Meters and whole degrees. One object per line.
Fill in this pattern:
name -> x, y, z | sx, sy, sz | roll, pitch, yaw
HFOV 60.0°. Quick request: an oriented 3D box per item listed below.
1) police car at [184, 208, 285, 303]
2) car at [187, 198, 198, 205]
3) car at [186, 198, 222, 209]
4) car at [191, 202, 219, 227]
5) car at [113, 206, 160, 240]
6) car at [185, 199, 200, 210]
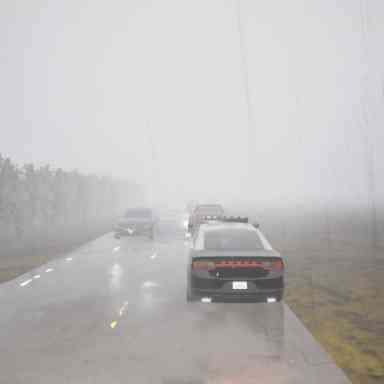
police car -> 0.840, 1.430, 8.391 | 1.930, 1.638, 5.238 | 0, 0, 0
car -> 0.113, 1.778, 63.352 | 1.994, 1.385, 4.181 | 0, 0, 0
car -> 0.856, 1.373, 18.253 | 2.097, 1.767, 4.553 | 0, 0, 0
car -> 0.868, 1.544, 24.282 | 1.837, 1.490, 4.892 | 0, 0, 0
car -> -2.719, 1.524, 17.263 | 1.837, 1.490, 4.892 | 0, 0, 0
car -> 0.109, 1.675, 46.005 | 2.033, 1.411, 5.357 | 0, 0, 1
